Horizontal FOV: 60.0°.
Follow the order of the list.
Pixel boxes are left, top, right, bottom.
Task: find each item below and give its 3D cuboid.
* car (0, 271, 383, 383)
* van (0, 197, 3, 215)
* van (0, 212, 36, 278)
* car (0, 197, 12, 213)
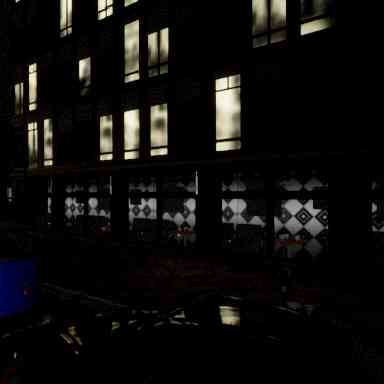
[{"bbox_3d":[0.110,1.582,2.759,4.206,1.307,1.802,0,0,35],"label":"car"},{"bbox_3d":[-21.250,1.425,33.020,1.690,1.788,3.998,-1,-1,35],"label":"van"},{"bbox_3d":[-4.522,1.342,6.062,3.998,1.788,1.690,0,0,35],"label":"van"},{"bbox_3d":[-14.414,1.358,28.174,2.192,1.841,5.009,-1,-1,35],"label":"car"}]
